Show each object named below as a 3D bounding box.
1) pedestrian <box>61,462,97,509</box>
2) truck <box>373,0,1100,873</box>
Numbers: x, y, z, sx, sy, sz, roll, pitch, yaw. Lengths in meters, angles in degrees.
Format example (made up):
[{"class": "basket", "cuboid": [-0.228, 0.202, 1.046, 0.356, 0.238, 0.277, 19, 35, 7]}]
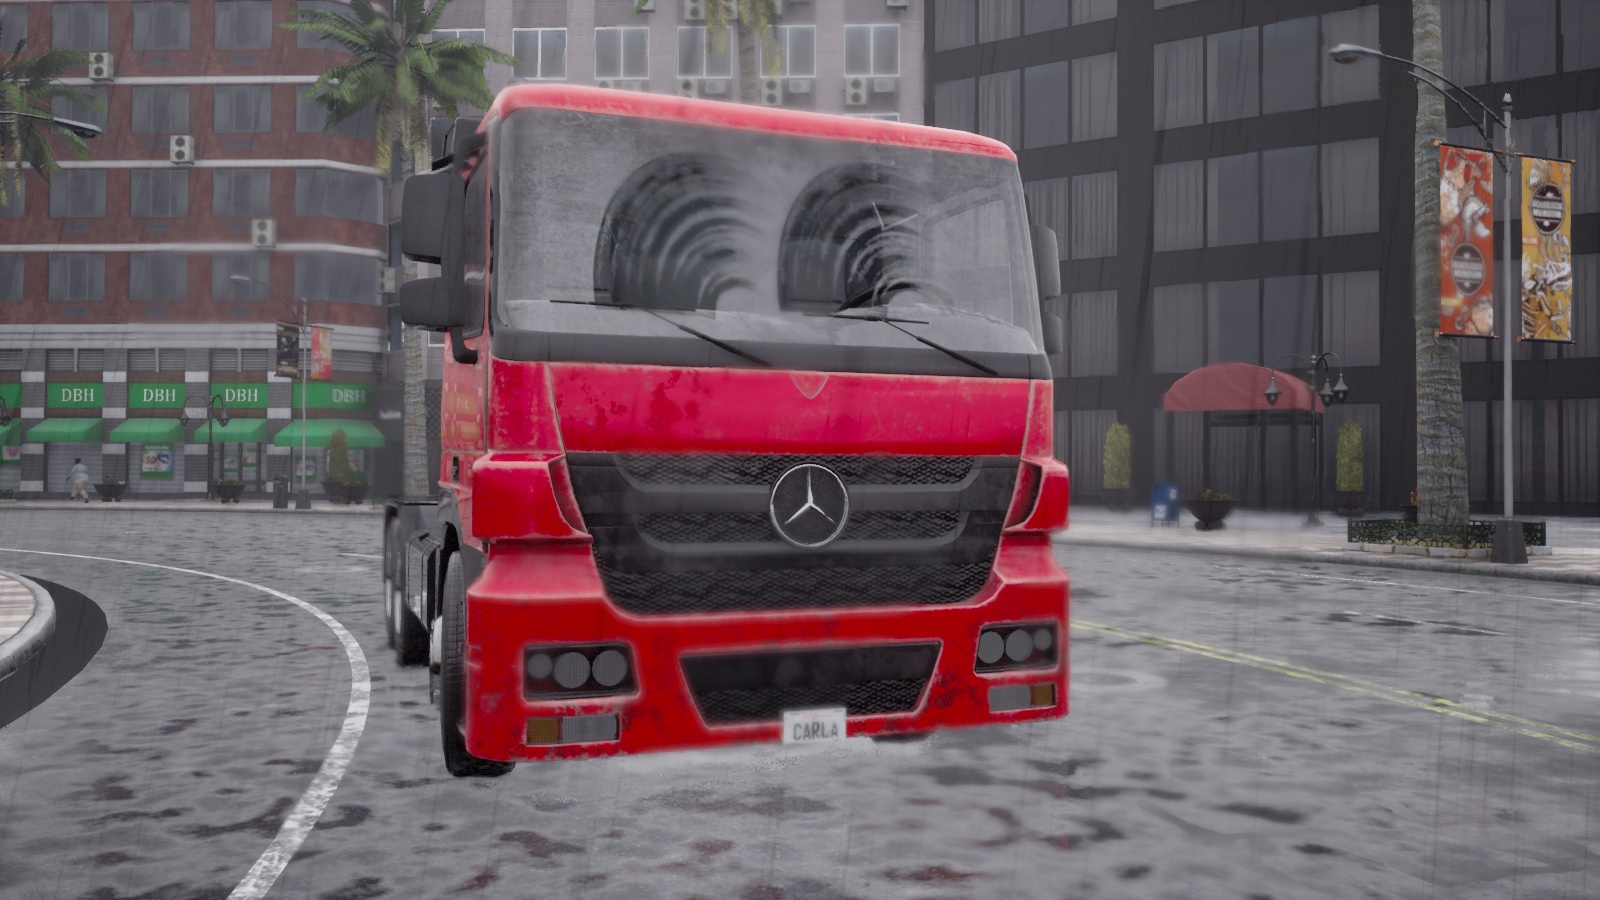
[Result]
[{"class": "pedestrian", "cuboid": [-28.927, 1.431, 50.396, 0.900, 1.855, 0.874, 0, -1, 14]}, {"class": "truck", "cuboid": [-1.382, -0.009, 9.148, 2.891, 3.462, 7.936, 0, -1, -21]}]
